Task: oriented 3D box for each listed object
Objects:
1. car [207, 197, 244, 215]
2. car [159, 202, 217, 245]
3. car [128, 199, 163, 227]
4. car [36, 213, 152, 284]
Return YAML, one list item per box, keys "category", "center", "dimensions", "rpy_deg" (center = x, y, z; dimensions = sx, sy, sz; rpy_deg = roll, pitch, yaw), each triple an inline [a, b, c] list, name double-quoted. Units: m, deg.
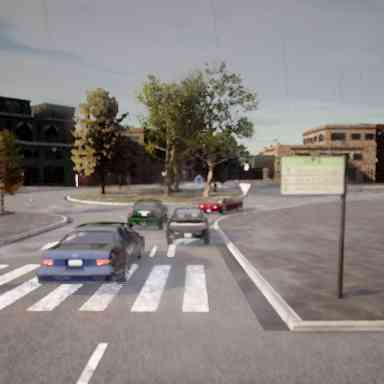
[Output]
- category: "car"
  center: [2.620, 1.064, 28.348]
  dimensions: [1.895, 1.301, 4.718]
  rpy_deg: [3, 5, 35]
- category: "car"
  center: [-0.165, 1.472, 15.674]
  dimensions: [2.128, 1.511, 4.902]
  rpy_deg: [0, 1, 0]
- category: "car"
  center: [-2.639, 1.183, 20.827]
  dimensions: [2.097, 1.767, 4.553]
  rpy_deg: [0, 2, 1]
- category: "car"
  center: [-2.567, 1.575, 9.687]
  dimensions: [2.033, 1.411, 5.357]
  rpy_deg: [0, 0, -1]
